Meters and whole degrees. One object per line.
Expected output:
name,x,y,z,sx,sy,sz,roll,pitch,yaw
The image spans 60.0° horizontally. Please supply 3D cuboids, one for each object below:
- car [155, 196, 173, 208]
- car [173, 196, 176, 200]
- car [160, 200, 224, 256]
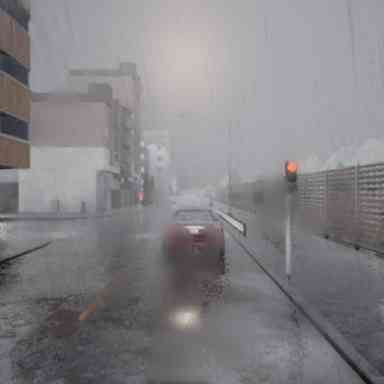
car,-4.123,1.514,47.177,1.837,1.490,4.892,0,0,0
car,-4.089,1.517,62.740,1.837,1.490,4.892,0,0,0
car,0.081,1.354,13.359,2.097,1.767,4.553,0,0,0
